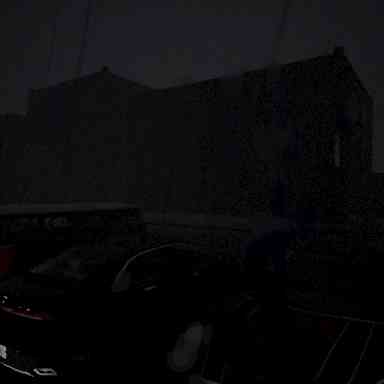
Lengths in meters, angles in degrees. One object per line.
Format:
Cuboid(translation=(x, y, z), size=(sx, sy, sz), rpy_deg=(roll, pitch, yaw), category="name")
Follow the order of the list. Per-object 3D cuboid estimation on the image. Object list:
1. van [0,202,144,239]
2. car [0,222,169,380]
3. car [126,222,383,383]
Cuboid(translation=(-3.040, 1.239, 7.170), size=(1.878, 1.987, 4.442), rpy_deg=(0, 0, 35), category="van")
Cuboid(translation=(-0.709, 1.473, 5.644), size=(2.231, 1.521, 4.892), rpy_deg=(0, 0, 35), category="car")
Cuboid(translation=(1.680, 1.352, 3.986), size=(2.185, 1.767, 4.553), rpy_deg=(0, 0, 35), category="car")
